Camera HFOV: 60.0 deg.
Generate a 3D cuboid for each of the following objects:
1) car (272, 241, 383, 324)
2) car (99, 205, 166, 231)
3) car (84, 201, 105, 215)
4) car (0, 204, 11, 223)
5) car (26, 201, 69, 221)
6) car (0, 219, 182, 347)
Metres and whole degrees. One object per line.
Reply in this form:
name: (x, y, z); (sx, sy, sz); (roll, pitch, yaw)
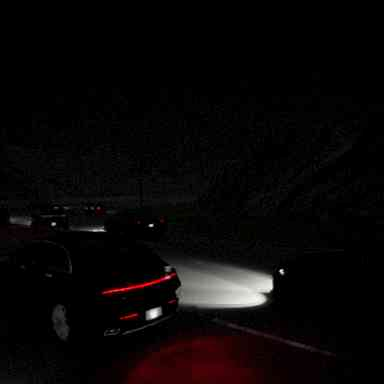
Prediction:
car: (3.625, 1.570, 6.014); (4.181, 1.385, 1.994); (0, 0, 36)
car: (-3.176, 1.628, 18.027); (1.994, 1.385, 4.181); (0, 0, -36)
car: (-10.188, 1.686, 35.469); (2.033, 1.411, 5.357); (0, 0, -7)
car: (-13.700, 1.605, 22.901); (2.128, 1.511, 4.902); (0, 0, -23)
car: (-8.956, 1.583, 20.875); (2.128, 1.511, 4.902); (0, 0, -28)
car: (-2.344, 1.531, 6.475); (4.892, 1.490, 1.837); (0, 0, 42)
